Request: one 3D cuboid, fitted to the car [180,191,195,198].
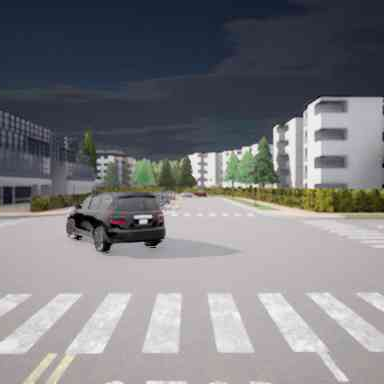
[{"bbox_3d":[-1.325,0.528,70.300,1.895,1.301,4.718,0,1,-14],"label":"car"}]

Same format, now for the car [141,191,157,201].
[{"bbox_3d":[-7.338,0.624,56.914,2.128,1.511,4.902,0,1,0],"label":"car"}]

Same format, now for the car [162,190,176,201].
[{"bbox_3d":[-3.804,0.491,56.460,2.097,1.767,4.553,0,1,0],"label":"car"}]

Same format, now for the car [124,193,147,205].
[{"bbox_3d":[-7.263,0.885,43.327,2.033,1.411,5.357,0,1,0],"label":"car"}]

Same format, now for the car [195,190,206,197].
[{"bbox_3d":[1.623,0.358,73.487,1.882,1.535,5.008,0,1,-14],"label":"car"}]

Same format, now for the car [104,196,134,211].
[{"bbox_3d":[-7.235,1.090,33.428,1.895,1.301,4.718,0,1,1],"label":"car"}]

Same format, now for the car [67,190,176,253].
[{"bbox_3d":[-3.143,1.021,13.045,2.150,2.045,5.566,0,1,-35],"label":"car"}]

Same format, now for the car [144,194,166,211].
[{"bbox_3d":[-3.650,0.994,33.429,1.837,1.490,4.892,0,1,-2],"label":"car"}]

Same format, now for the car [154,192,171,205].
[{"bbox_3d":[-3.762,0.841,43.461,1.837,1.490,4.892,0,1,0],"label":"car"}]
